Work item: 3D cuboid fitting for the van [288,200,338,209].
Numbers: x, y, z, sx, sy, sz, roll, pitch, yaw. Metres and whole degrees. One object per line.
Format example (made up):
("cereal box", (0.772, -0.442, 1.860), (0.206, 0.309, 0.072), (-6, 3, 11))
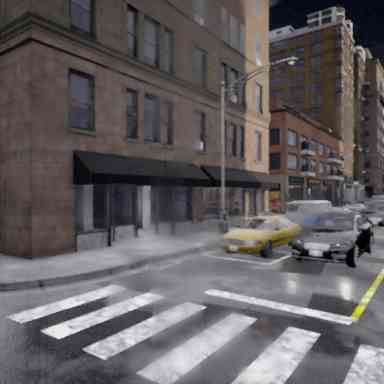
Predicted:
("van", (6.210, 1.339, 17.570), (1.690, 1.788, 3.998), (0, 0, 36))

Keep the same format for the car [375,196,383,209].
("car", (26.242, 1.416, 45.063), (1.967, 1.590, 4.097), (0, 0, 36))

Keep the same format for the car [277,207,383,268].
("car", (4.986, 1.490, 11.529), (2.128, 1.511, 4.902), (0, 0, 36))

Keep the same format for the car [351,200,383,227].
("car", (11.825, 1.492, 20.911), (2.128, 1.511, 4.902), (0, 0, 36))

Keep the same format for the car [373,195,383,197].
("car", (22.904, 1.296, 40.481), (2.192, 1.841, 5.009), (0, 0, 36))

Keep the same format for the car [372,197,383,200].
("car", (19.565, 1.552, 35.899), (1.947, 1.339, 4.313), (0, 0, 36))

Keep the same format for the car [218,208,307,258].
("car", (2.772, 1.521, 12.850), (1.752, 1.417, 4.829), (0, 0, 36))

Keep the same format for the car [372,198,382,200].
("car", (16.227, 1.556, 31.317), (1.947, 1.339, 4.313), (0, 0, 36))

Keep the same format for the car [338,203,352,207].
("car", (9.549, 1.579, 22.153), (1.802, 1.307, 4.206), (0, 0, 36))
